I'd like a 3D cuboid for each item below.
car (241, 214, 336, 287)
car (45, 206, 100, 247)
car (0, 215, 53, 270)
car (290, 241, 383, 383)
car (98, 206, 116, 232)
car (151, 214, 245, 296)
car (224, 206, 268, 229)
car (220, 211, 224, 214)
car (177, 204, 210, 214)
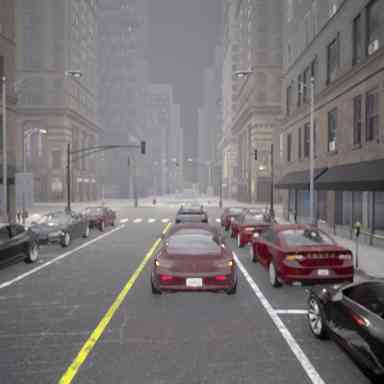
[{"bbox_3d":[2.731,1.541,9.161,1.887,1.381,4.507,-1,0,0],"label":"car"},{"bbox_3d":[-5.809,1.546,14.644,2.008,1.369,4.403,-1,0,0],"label":"car"},{"bbox_3d":[-5.794,1.562,9.139,1.947,1.339,4.313,-1,0,0],"label":"car"},{"bbox_3d":[2.746,1.564,3.657,1.947,1.339,4.313,-1,0,0],"label":"car"},{"bbox_3d":[-5.824,1.538,20.149,1.887,1.381,4.507,-1,0,0],"label":"car"},{"bbox_3d":[0.048,1.522,8.543,1.812,1.442,4.674,0,0,0],"label":"car"},{"bbox_3d":[2.716,1.540,14.667,1.887,1.381,4.507,-1,0,0],"label":"car"},{"bbox_3d":[2.701,1.538,20.172,1.887,1.381,4.507,-1,0,0],"label":"car"},{"bbox_3d":[0.059,1.486,20.286,2.128,1.511,4.902,0,0,2],"label":"car"}]
